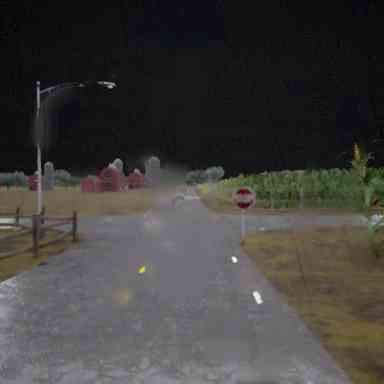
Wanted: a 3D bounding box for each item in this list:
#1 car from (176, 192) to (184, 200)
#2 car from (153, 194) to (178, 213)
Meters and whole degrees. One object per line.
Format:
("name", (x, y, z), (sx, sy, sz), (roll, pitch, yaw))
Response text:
("car", (-2.757, 0.799, 71.979), (2.097, 1.767, 4.553), (0, 1, 0))
("car", (-2.751, 1.288, 33.625), (1.882, 1.535, 5.008), (0, 2, 0))
